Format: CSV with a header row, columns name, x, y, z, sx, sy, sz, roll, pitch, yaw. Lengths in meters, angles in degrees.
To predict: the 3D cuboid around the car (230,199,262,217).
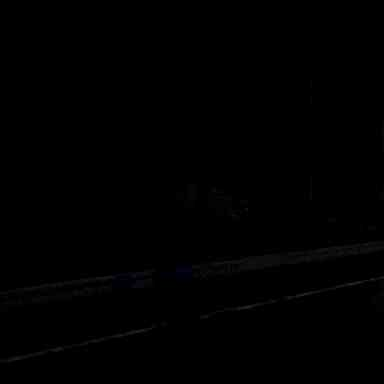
name,x,y,z,sx,sy,sz,roll,pitch,yaw
car,4.564,1.451,31.879,1.882,1.535,5.008,0,0,-31
